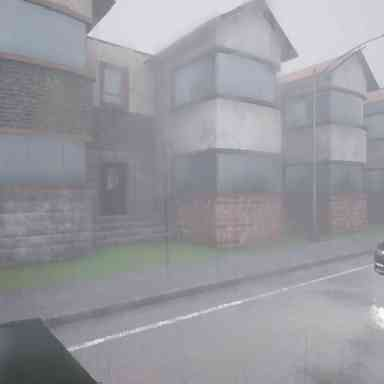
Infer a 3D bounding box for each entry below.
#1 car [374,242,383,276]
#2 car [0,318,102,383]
[{"bbox_3d":[6.843,1.491,9.127,4.902,1.511,2.128,0,0,-37],"label":"car"},{"bbox_3d":[-2.959,1.601,1.620,4.718,1.301,1.895,0,0,-39],"label":"car"}]
